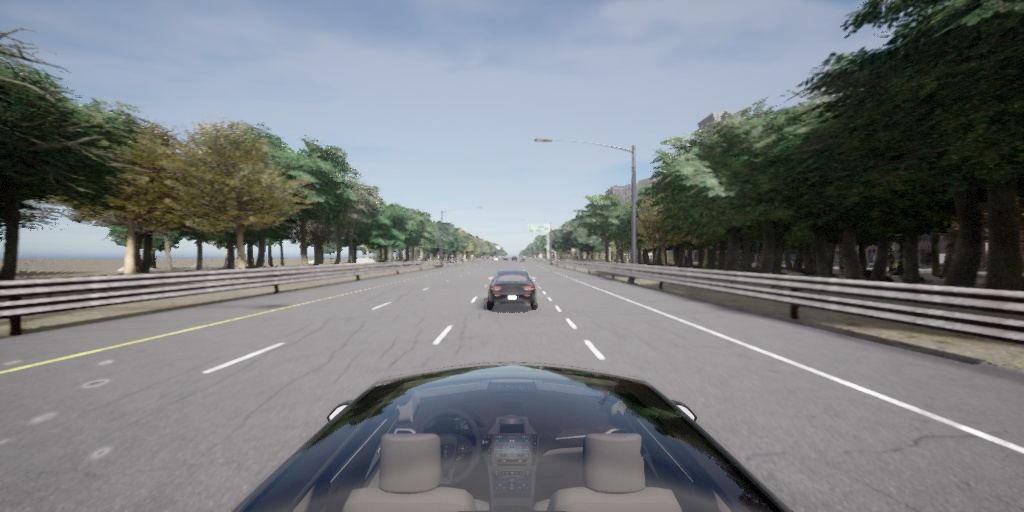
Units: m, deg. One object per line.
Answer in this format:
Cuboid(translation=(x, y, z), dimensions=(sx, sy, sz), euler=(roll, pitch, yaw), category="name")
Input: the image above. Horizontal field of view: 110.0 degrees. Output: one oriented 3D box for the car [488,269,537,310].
Cuboid(translation=(0.006, 1.272, 14.730), dimensions=(1.812, 1.442, 4.674), euler=(0, 0, 0), category="car")
